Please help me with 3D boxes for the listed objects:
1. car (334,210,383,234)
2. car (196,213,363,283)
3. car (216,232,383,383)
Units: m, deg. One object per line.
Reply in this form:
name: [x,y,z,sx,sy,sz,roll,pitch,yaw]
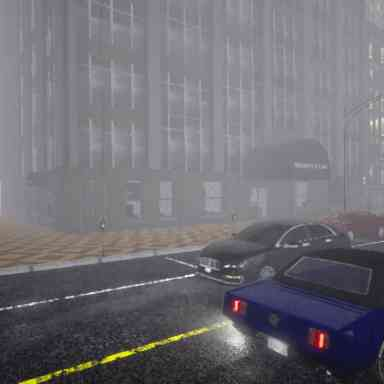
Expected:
car: [7.474,1.542,15.764,4.507,1.381,1.887,0,-1,-35]
car: [2.339,1.503,8.913,4.892,1.490,1.837,0,0,-35]
car: [2.855,1.600,5.349,4.718,1.301,1.895,0,0,-35]
